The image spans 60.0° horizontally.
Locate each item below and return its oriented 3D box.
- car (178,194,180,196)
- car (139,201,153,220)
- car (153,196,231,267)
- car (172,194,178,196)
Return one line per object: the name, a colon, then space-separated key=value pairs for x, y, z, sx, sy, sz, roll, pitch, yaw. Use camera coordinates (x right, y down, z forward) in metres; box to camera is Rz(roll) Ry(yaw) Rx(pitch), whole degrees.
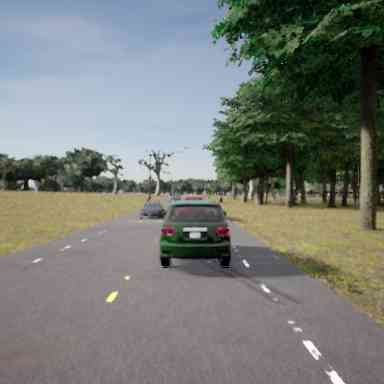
car: x=0.102 y=1.365 z=30.549 sx=2.150 sy=2.045 sz=5.566 roll=0 pitch=0 yaw=0
car: x=-3.595 y=1.649 z=30.231 sx=1.837 sy=1.490 sz=4.892 roll=0 pitch=0 yaw=0
car: x=0.096 y=1.299 z=11.849 sx=2.150 sy=2.045 sz=5.566 roll=0 pitch=0 yaw=0
car: x=-3.491 y=1.134 z=70.516 sx=2.097 sy=1.767 sz=4.553 roll=0 pitch=1 yaw=0
